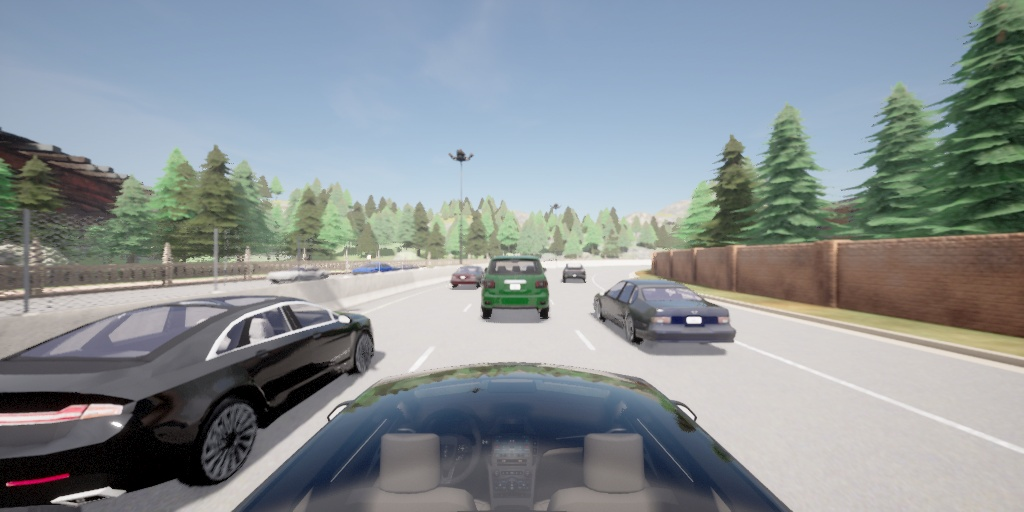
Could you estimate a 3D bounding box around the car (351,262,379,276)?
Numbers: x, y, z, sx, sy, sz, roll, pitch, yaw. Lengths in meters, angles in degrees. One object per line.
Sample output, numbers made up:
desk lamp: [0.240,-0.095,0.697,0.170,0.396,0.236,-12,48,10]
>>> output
car: [-12.336,1.323,32.183,1.882,1.535,5.008,0,0,10]

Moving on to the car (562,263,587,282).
car: [5.209,1.330,29.863,2.128,1.511,4.902,0,0,10]

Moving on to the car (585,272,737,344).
car: [3.600,1.322,9.600,2.033,1.411,5.357,0,0,0]

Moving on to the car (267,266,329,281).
car: [-16.585,1.433,28.044,1.895,1.301,4.718,0,0,8]

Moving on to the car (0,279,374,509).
car: [-3.401,1.250,4.593,2.128,1.511,4.902,0,0,0]

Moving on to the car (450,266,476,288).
car: [-2.721,1.369,24.506,2.033,1.411,5.357,0,0,6]

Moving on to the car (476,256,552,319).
car: [0.135,1.007,13.191,2.150,2.045,5.566,0,0,1]

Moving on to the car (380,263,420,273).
car: [-9.081,1.404,30.486,1.994,1.385,4.181,0,0,10]
